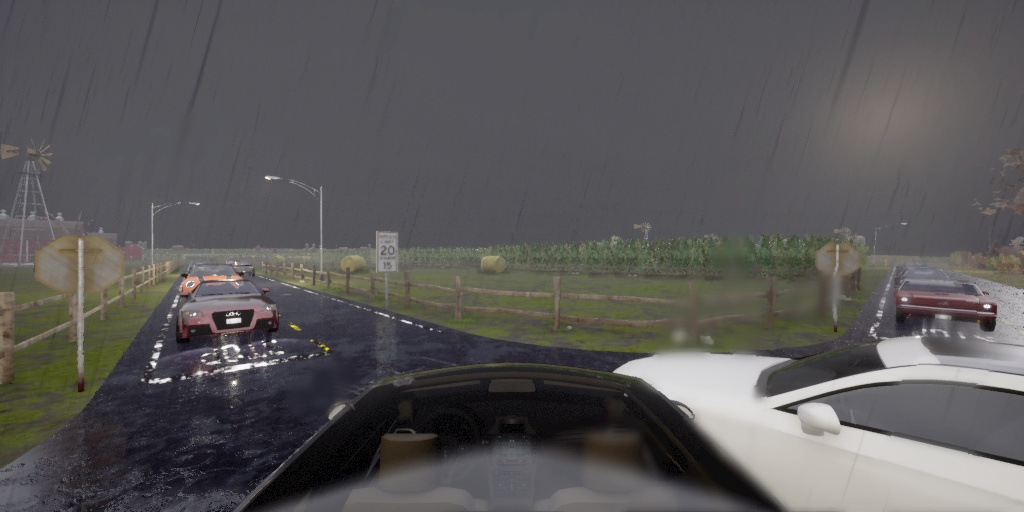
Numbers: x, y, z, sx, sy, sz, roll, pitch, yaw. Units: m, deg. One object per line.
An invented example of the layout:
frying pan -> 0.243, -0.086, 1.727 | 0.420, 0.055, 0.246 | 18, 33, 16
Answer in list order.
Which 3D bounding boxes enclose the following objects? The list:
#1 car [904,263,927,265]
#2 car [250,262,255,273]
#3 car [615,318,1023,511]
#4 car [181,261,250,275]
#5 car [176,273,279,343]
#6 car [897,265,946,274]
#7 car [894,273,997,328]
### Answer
car -> 27.393, 1.392, 24.182 | 4.181, 1.385, 1.994 | 0, 1, -43
car -> -26.918, 1.273, 35.700 | 2.128, 1.511, 4.902 | 0, 0, -41
car -> 2.842, 1.294, 2.347 | 1.812, 1.442, 4.674 | 0, 1, -44
car -> -13.688, 1.136, 16.447 | 2.097, 1.767, 4.553 | 0, 0, -42
car -> -7.923, 1.353, 9.953 | 1.994, 1.385, 4.181 | 0, 0, -42
car -> 20.627, 1.357, 17.940 | 5.357, 1.411, 2.033 | 0, 1, -43
car -> 13.538, 1.394, 11.389 | 4.718, 1.301, 1.895 | 0, 1, -43
